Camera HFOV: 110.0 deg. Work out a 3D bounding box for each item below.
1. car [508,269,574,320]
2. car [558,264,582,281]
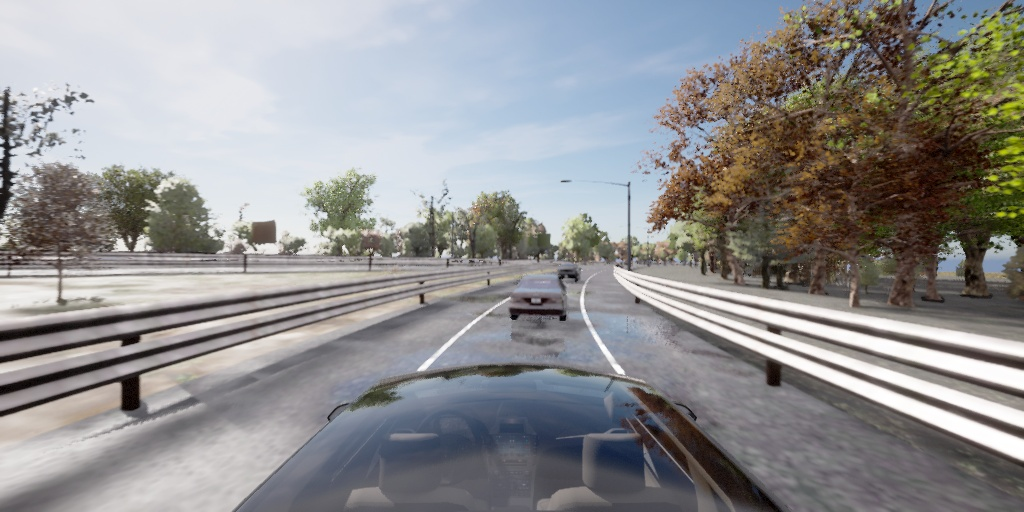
[{"bbox_3d":[1.065,1.368,12.993,2.033,1.411,5.357,0,0,8],"label":"car"},{"bbox_3d":[5.149,1.463,32.354,1.837,1.490,4.892,0,0,14],"label":"car"}]
